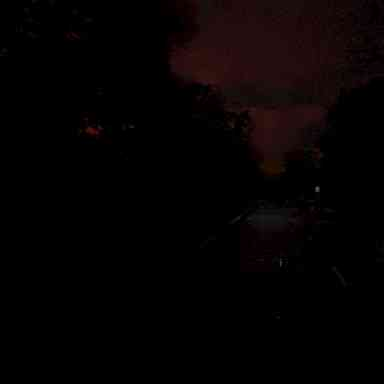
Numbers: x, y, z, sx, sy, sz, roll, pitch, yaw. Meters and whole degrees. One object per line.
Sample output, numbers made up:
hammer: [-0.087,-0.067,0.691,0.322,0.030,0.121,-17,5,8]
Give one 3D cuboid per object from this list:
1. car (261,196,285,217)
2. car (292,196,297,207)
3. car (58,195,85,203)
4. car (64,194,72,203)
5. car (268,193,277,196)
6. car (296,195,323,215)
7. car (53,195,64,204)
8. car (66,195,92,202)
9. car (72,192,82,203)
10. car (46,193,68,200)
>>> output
car: [6.978,1.319,28.651,1.812,1.442,4.674,0,1,13]
car: [13.984,1.168,42.985,1.882,1.535,5.008,0,1,14]
car: [-25.646,1.460,70.954,4.892,1.521,2.231,0,1,14]
car: [-26.935,1.509,65.556,5.008,1.535,2.097,0,1,14]
car: [17.012,0.946,69.717,2.033,1.411,5.357,0,1,14]
car: [11.217,1.316,31.544,1.812,1.442,4.674,0,1,14]
car: [-27.585,1.534,62.858,5.008,1.535,2.097,0,1,14]
car: [-24.994,1.432,73.655,5.008,1.535,2.097,0,1,14]
car: [-26.316,1.233,68.260,5.566,2.045,2.435,0,1,14]
car: [-35.242,1.195,86.909,4.892,1.521,2.231,0,1,14]
